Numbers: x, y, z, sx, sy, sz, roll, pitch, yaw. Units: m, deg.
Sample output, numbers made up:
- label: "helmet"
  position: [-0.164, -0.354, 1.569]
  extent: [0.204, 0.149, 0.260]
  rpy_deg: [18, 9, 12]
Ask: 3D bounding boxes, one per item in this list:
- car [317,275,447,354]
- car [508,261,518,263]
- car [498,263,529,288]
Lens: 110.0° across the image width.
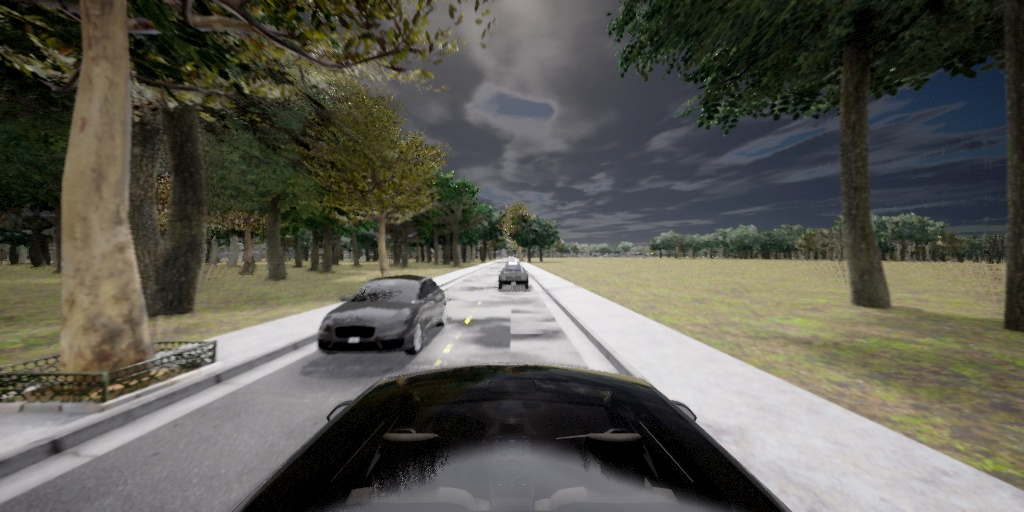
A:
- label: "car"
  position: [-2.817, 1.256, 8.809]
  extent: [1.837, 1.490, 4.892]
  rpy_deg: [0, 0, 0]
- label: "car"
  position: [0.106, 1.318, 44.058]
  extent: [1.994, 1.385, 4.181]
  rpy_deg: [0, 0, 0]
- label: "car"
  position: [0.102, 1.352, 23.598]
  extent: [1.895, 1.301, 4.718]
  rpy_deg: [0, 0, 0]
